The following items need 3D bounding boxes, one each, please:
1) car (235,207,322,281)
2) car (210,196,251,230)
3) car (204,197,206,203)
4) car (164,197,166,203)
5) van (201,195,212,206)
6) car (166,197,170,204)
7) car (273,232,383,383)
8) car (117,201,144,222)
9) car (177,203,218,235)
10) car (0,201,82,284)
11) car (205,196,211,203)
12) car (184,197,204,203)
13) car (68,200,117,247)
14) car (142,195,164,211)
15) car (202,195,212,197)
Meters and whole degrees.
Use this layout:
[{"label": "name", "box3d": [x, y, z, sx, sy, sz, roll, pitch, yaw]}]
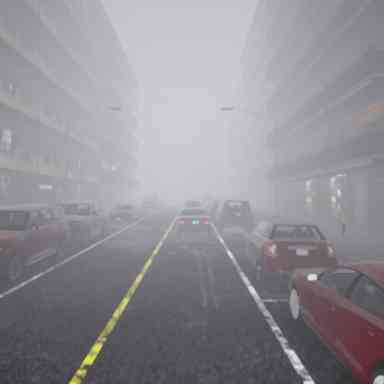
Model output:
[{"label": "car", "box3d": [2.595, 1.446, 9.772, 1.967, 1.590, 4.097, 1, 0, 0]}, {"label": "car", "box3d": [2.557, 1.331, 20.834, 2.192, 1.841, 5.009, 1, 0, 0]}, {"label": "car", "box3d": [2.552, 1.641, 42.959, 1.802, 1.307, 4.206, 1, 0, 0]}, {"label": "car", "box3d": [-5.294, 1.619, 48.547, 1.887, 1.381, 4.507, 1, 0, 0]}, {"label": "van", "box3d": [2.558, 1.453, 59.554, 1.690, 1.788, 3.998, 1, 0, 0]}, {"label": "car", "box3d": [-5.294, 1.715, 65.140, 1.802, 1.307, 4.206, 1, 0, 0]}, {"label": "car", "box3d": [2.584, 1.547, 4.240, 1.887, 1.381, 4.507, 1, 0, 0]}, {"label": "car", "box3d": [-5.295, 1.590, 26.426, 1.947, 1.339, 4.313, 1, 0, 0]}, {"label": "car", "box3d": [0.102, 1.561, 18.828, 2.033, 1.411, 5.357, 0, 0, 0]}, {"label": "car", "box3d": [-5.290, 1.321, 9.833, 2.192, 1.841, 5.009, 1, 0, 0]}, {"label": "car", "box3d": [2.554, 1.474, 31.897, 1.967, 1.590, 4.097, 1, 0, 0]}, {"label": "car", "box3d": [0.106, 1.550, 37.536, 1.837, 1.490, 4.892, 0, 0, 0]}, {"label": "car", "box3d": [-5.289, 1.325, 15.363, 2.192, 1.841, 5.009, 1, 0, 0]}, {"label": "car", "box3d": [-5.288, 1.374, 43.016, 2.192, 1.841, 5.009, 1, 0, 0]}, {"label": "car", "box3d": [2.558, 1.407, 54.023, 2.192, 1.841, 5.009, 1, 0, 0]}]
